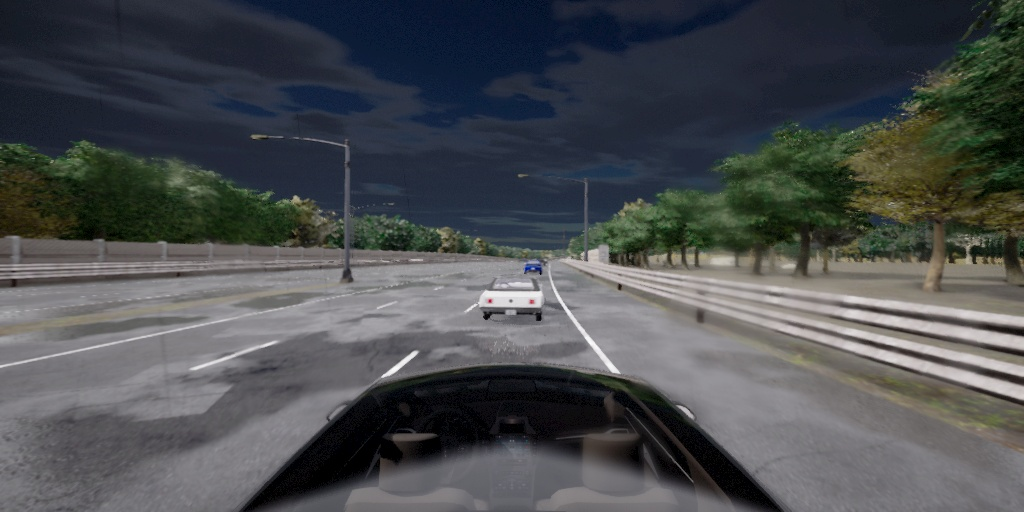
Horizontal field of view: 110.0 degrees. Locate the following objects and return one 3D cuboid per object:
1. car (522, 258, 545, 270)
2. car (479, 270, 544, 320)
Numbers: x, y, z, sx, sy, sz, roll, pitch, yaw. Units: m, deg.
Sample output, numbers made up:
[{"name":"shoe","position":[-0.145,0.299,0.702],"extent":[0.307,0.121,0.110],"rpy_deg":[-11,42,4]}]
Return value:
[{"name":"car","position":[2.462,1.213,40.623],"extent":[1.882,1.535,5.008],"rpy_deg":[0,0,5]},{"name":"car","position":[0.127,1.340,12.575],"extent":[1.895,1.301,4.718],"rpy_deg":[0,0,4]}]
